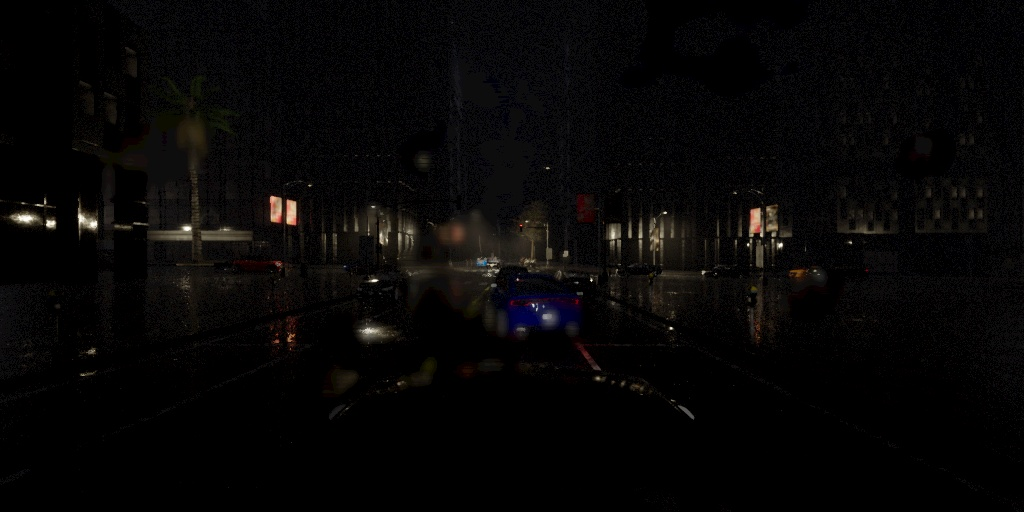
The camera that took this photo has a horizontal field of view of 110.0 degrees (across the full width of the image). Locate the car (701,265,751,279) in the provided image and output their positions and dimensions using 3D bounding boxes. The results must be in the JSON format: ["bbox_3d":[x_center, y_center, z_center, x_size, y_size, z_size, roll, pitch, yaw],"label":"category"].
[{"bbox_3d":[23.187,1.708,38.892,4.902,1.511,2.128,1,0,0],"label":"car"}]

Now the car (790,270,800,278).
[{"bbox_3d":[35.435,1.934,42.083,5.008,1.535,1.882,1,0,0],"label":"car"}]

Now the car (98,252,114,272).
[{"bbox_3d":[-36.585,0.656,32.430,4.674,1.442,1.812,1,0,0],"label":"car"}]

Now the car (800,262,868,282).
[{"bbox_3d":[35.172,1.668,38.838,5.566,2.045,2.150,1,0,0],"label":"car"}]

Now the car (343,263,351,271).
[{"bbox_3d":[-13.865,1.081,35.727,5.357,1.411,2.033,1,0,-3],"label":"car"}]

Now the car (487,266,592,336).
[{"bbox_3d":[0.473,1.228,10.482,1.882,1.535,5.008,0,0,-8],"label":"car"}]

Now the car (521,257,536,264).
[{"bbox_3d":[2.987,1.319,58.993,2.007,1.370,4.403,0,0,1],"label":"car"}]

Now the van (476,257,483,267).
[{"bbox_3d":[-5.484,1.112,64.586,1.690,1.789,3.998,0,0,1],"label":"van"}]

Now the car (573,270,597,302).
[{"bbox_3d":[2.772,1.302,16.810,2.007,1.370,4.403,0,0,0],"label":"car"}]

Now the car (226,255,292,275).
[{"bbox_3d":[-22.459,0.726,32.368,4.553,1.767,2.097,1,0,0],"label":"car"}]

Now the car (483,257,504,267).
[{"bbox_3d":[-2.874,1.258,56.181,2.128,1.511,4.902,0,0,2],"label":"car"}]

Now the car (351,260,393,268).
[{"bbox_3d":[-11.608,1.129,31.964,4.181,1.385,1.994,1,0,4],"label":"car"}]

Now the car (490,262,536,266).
[{"bbox_3d":[0.077,1.257,18.019,1.837,1.490,4.892,0,0,0],"label":"car"}]

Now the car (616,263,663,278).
[{"bbox_3d":[13.768,1.532,38.913,4.902,1.511,2.128,1,0,-1],"label":"car"}]

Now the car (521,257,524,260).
[{"bbox_3d":[3.042,1.297,64.675,1.751,1.417,4.829,0,0,1],"label":"car"}]

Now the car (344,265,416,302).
[{"bbox_3d":[-5.753,1.302,16.818,2.007,1.370,4.403,0,0,0],"label":"car"}]

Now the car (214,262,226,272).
[{"bbox_3d":[-26.580,0.910,35.635,4.718,1.301,1.895,1,0,0],"label":"car"}]

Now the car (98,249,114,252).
[{"bbox_3d":[-39.976,0.304,35.701,5.566,2.045,2.150,1,0,1],"label":"car"}]
